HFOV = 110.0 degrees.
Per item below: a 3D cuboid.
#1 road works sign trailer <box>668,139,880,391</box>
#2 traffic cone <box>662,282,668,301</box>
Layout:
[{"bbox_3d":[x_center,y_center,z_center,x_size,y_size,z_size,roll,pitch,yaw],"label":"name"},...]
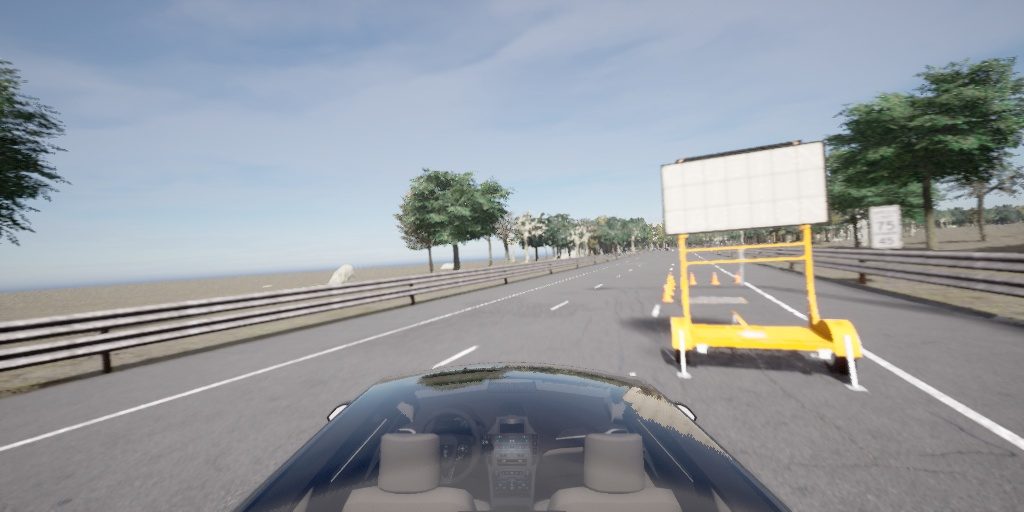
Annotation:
[{"bbox_3d":[4.125,-0.046,6.311,2.380,3.560,2.880,0,0,25],"label":"road works sign trailer"},{"bbox_3d":[5.754,1.348,13.279,0.340,0.580,0.340,0,0,25],"label":"traffic cone"}]
